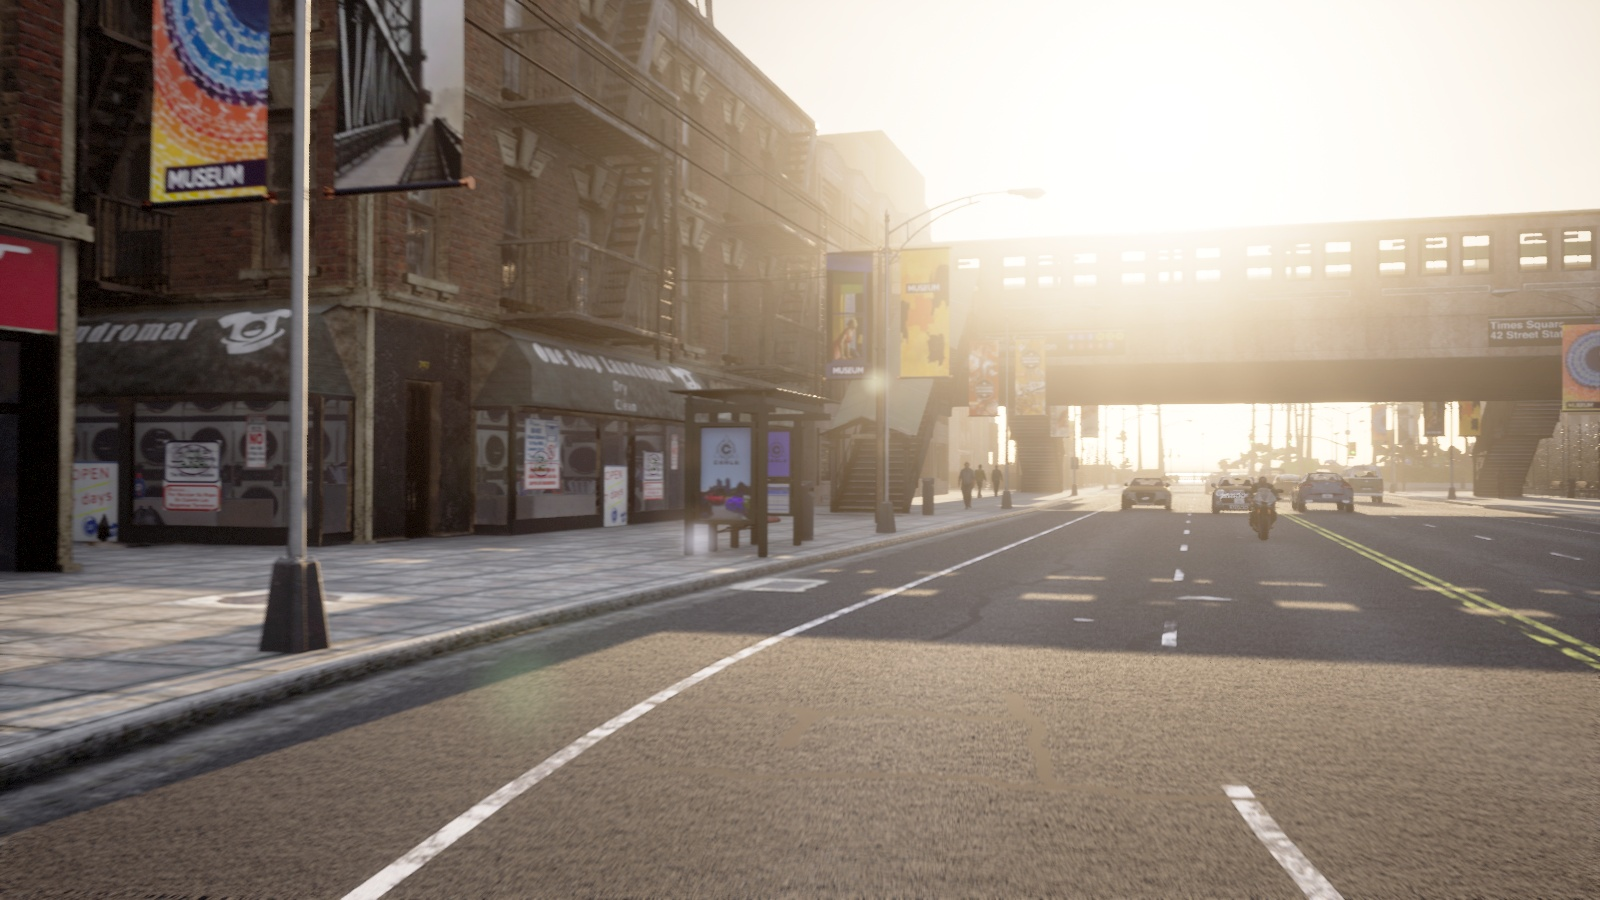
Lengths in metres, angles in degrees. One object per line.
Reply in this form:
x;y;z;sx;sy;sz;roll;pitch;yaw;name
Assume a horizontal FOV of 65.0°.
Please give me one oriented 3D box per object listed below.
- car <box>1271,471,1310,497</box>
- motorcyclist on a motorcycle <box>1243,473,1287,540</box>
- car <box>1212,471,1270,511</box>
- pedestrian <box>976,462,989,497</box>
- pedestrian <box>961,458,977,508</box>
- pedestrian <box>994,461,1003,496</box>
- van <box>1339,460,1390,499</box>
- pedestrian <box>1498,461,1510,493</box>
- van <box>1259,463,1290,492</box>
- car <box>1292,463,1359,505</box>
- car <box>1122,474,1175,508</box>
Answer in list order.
29.039;1.975;74.457;1.837;1.490;4.892;0;-1;18;car
11.078;1.316;29.953;0.866;1.530;2.191;0;-1;18;motorcyclist on a motorcycle
16.942;1.537;48.410;1.970;1.475;3.806;0;-1;18;car
9.676;1.557;66.608;0.431;1.840;0.709;-1;-1;28;pedestrian
6.273;1.231;46.520;0.540;1.848;0.694;0;-1;12;pedestrian
11.084;1.611;70.088;0.423;1.949;0.788;0;-1;5;pedestrian
30.929;1.594;68.889;2.069;2.038;4.480;0;-1;18;van
40.254;1.547;71.804;0.328;1.805;0.869;0;-1;15;pedestrian
34.032;1.970;90.143;1.775;1.987;4.442;0;-1;18;van
22.016;1.409;52.824;2.152;1.651;5.027;0;-1;18;car
14.846;1.726;53.367;1.994;1.385;4.181;0;-1;18;car
